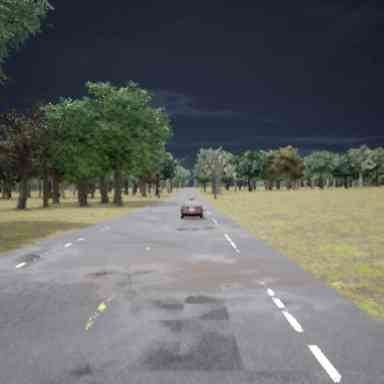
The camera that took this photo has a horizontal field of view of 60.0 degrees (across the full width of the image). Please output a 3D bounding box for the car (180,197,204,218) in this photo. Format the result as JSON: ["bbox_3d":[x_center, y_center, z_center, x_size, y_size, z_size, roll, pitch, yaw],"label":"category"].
[{"bbox_3d":[0.013,1.517,29.619,2.163,1.488,4.792,0,0,0],"label":"car"}]

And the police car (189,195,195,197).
[{"bbox_3d":[0.017,1.391,60.136,2.038,1.542,4.974,0,1,0],"label":"police car"}]
